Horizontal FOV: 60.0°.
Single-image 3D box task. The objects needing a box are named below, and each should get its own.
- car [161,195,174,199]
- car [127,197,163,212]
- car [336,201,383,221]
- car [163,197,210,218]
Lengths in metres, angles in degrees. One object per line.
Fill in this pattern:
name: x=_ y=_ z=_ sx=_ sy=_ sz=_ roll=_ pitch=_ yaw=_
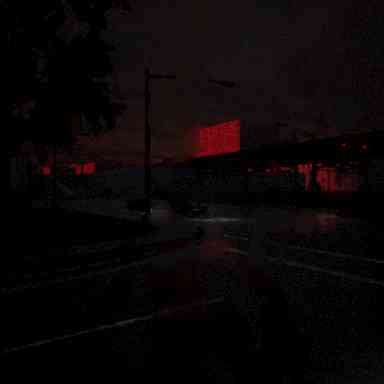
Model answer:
car: x=-4.792 y=1.358 z=62.562 sx=2.097 sy=1.767 sz=4.553 roll=0 pitch=0 yaw=-34
car: x=-5.877 y=1.551 z=38.811 sx=2.033 sy=1.411 sz=5.357 roll=0 pitch=0 yaw=-33
car: x=14.283 y=1.477 z=27.512 sx=1.882 sy=1.535 sz=5.008 roll=1 pitch=0 yaw=-24
car: x=-0.359 y=1.480 z=30.525 sx=1.882 sy=1.535 sz=5.008 roll=0 pitch=0 yaw=-34
